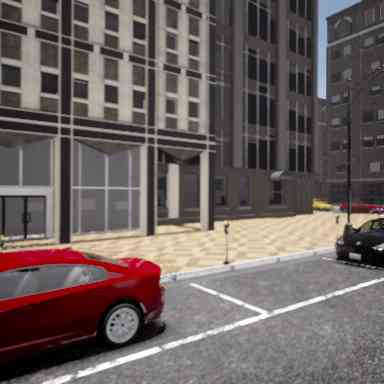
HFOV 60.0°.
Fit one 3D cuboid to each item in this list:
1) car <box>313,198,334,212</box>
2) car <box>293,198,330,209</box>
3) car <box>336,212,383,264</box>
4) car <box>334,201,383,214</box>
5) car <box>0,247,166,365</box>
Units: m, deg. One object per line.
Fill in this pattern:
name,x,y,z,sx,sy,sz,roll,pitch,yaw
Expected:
car,13.608,1.506,37.478,1.752,1.417,4.829,1,0,-36
car,16.919,1.548,47.241,1.752,1.417,4.829,1,0,-36
car,6.727,1.582,11.354,4.313,1.339,1.947,0,0,-36
car,16.808,1.573,33.014,1.802,1.307,4.206,1,0,-36
car,-2.535,1.546,4.747,4.507,1.381,1.887,0,0,-36
